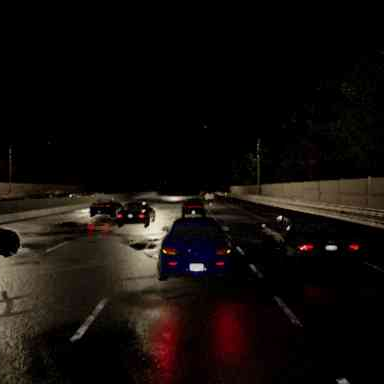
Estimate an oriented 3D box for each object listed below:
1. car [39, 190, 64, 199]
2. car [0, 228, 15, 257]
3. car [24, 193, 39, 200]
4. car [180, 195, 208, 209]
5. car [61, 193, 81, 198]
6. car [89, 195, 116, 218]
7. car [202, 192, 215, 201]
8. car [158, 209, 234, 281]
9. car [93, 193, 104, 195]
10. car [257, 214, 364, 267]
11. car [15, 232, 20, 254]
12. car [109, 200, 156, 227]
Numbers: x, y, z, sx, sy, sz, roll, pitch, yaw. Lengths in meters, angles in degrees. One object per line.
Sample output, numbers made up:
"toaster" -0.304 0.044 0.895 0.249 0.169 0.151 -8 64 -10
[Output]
"car" -24.505 0.686 59.236 2.150 2.045 5.566 0 1 1
"car" -3.395 1.206 1.507 2.150 2.045 5.566 0 1 0
"car" -27.995 0.986 59.244 1.812 1.442 4.674 0 1 0
"car" 0.108 1.250 27.239 1.837 1.490 4.892 0 1 0
"car" -21.005 1.060 59.422 1.895 1.301 4.718 0 0 1
"car" -6.892 1.237 27.176 2.128 1.511 4.902 0 1 0
"car" 3.515 0.934 65.616 1.812 1.442 4.674 0 0 0
"car" 0.103 1.436 9.464 1.812 1.442 4.674 0 1 0
"car" -17.501 0.931 61.955 2.128 1.511 4.902 0 1 0
"car" 3.527 1.442 10.940 2.033 1.411 5.357 0 1 0
"car" -6.898 1.471 9.741 1.994 1.385 4.181 0 1 0
"car" -3.395 1.352 20.820 2.033 1.411 5.357 0 1 0
